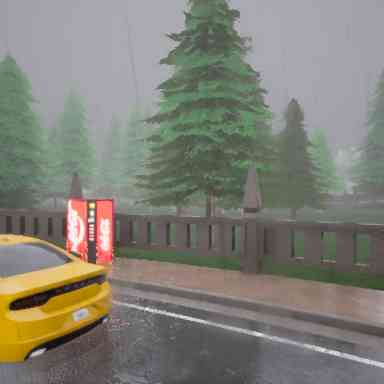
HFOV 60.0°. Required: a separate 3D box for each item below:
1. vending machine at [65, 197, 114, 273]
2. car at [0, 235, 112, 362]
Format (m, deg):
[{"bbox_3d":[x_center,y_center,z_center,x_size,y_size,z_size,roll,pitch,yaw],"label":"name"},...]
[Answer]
[{"bbox_3d":[-3.012,1.195,9.875,0.880,2.100,1.100,0,0,25],"label":"vending machine"},{"bbox_3d":[-3.655,1.477,5.602,5.008,1.535,1.882,0,0,28],"label":"car"}]
